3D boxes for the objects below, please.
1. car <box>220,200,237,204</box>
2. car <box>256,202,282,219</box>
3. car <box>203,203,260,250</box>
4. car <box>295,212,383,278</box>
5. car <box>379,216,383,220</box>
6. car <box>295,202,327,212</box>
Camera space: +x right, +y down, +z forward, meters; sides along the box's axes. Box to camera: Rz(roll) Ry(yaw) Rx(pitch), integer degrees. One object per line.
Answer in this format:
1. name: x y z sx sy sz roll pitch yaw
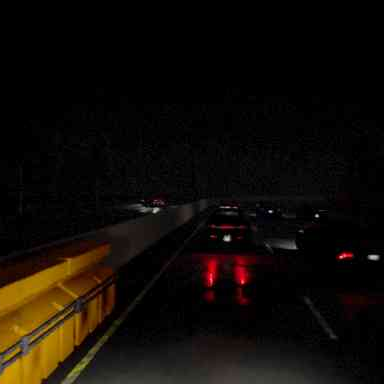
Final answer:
1. car: 3.220 1.476 29.370 2.128 1.511 4.902 1 0 7
2. car: 6.761 1.604 29.548 1.994 1.385 4.181 1 0 7
3. car: 1.559 1.483 14.425 2.128 1.511 4.902 1 0 7
4. car: 4.603 1.597 10.385 2.033 1.411 5.357 1 0 7
5. car: 8.503 1.631 13.540 1.812 1.442 4.674 1 0 7
6. car: 10.186 1.603 28.684 1.837 1.490 4.892 1 1 7
